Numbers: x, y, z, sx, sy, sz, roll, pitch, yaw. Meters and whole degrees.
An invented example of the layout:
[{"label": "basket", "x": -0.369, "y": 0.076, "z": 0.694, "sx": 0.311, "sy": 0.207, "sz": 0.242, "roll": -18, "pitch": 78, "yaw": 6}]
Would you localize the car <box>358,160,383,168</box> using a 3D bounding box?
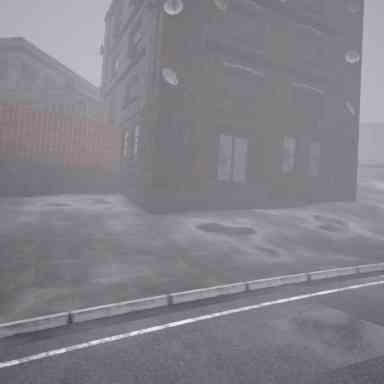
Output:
[{"label": "car", "x": 22.557, "y": -3.264, "z": 42.062, "sx": 4.553, "sy": 1.767, "sz": 2.185, "roll": 2, "pitch": -3, "yaw": 16}]
